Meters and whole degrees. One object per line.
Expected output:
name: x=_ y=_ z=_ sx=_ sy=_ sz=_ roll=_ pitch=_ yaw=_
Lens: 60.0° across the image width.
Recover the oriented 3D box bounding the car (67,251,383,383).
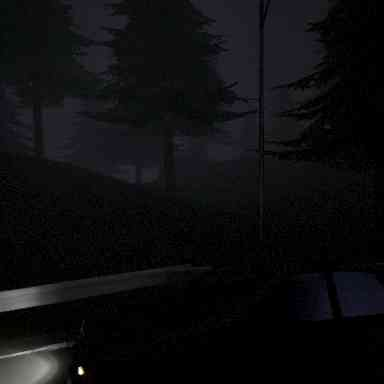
car: x=1.268 y=1.550 z=4.345 sx=5.357 sy=1.411 sz=2.033 roll=0 pitch=0 yaw=-14
